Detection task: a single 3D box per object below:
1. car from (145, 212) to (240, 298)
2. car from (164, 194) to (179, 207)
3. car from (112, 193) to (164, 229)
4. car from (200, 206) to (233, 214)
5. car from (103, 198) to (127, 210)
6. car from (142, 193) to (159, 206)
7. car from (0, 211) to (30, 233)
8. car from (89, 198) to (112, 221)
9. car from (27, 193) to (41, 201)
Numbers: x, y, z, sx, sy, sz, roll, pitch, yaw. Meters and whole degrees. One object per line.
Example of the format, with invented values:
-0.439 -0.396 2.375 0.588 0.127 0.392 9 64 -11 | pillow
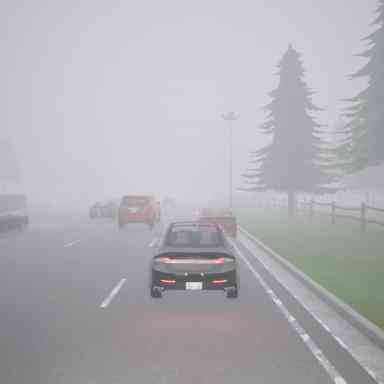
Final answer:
0.058 1.492 8.469 2.128 1.511 4.902 0 0 0 | car
-3.363 1.505 49.635 1.837 1.490 4.892 0 0 0 | car
-3.384 1.221 21.974 2.150 2.045 5.566 0 0 0 | car
1.238 1.478 17.810 1.882 1.535 5.008 0 0 0 | car
-10.365 1.547 45.059 2.033 1.411 5.357 0 0 0 | car
-6.860 1.223 55.665 2.150 2.045 5.566 0 0 0 | car
-10.388 1.601 17.247 1.895 1.301 4.718 0 0 0 | car
-6.880 1.491 27.066 2.128 1.511 4.902 0 0 0 | car
-39.874 1.225 83.557 2.150 2.045 5.566 0 0 -44 | car
